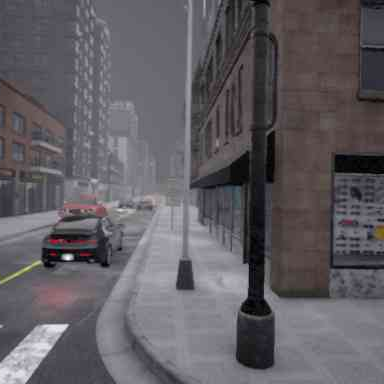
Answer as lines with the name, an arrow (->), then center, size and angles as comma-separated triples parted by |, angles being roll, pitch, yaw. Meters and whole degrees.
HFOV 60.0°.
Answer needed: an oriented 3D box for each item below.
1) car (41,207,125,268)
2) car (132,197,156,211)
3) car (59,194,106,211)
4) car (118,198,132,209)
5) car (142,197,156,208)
car -> -3.468, 1.484, 11.205 | 1.837, 1.490, 4.892 | 1, 0, -4
car -> -5.742, 1.554, 40.936 | 2.128, 1.511, 4.902 | 1, 0, -4
car -> -7.197, 1.177, 22.460 | 2.150, 2.045, 5.566 | 1, 0, -4
car -> -8.917, 1.564, 45.676 | 2.033, 1.411, 5.357 | 1, 0, -4
car -> -6.597, 1.563, 51.367 | 1.882, 1.535, 5.008 | 1, 0, -4
